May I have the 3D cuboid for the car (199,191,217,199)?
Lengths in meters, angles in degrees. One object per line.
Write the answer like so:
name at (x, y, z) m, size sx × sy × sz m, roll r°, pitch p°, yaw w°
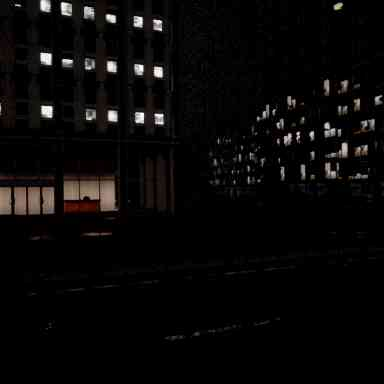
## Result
car at (3.573, 0.633, 74.934) m, size 2.192 × 1.841 × 5.009 m, roll 0°, pitch 1°, yaw -21°

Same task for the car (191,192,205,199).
car at (1.524, 0.705, 80.236) m, size 1.967 × 1.590 × 4.097 m, roll 0°, pitch 1°, yaw -21°

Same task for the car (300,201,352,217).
car at (12.030, 1.434, 29.459) m, size 1.947 × 1.339 × 4.313 m, roll 0°, pitch 1°, yaw -21°

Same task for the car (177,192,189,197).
car at (-2.574, 0.709, 90.840) m, size 2.008 × 1.369 × 4.403 m, roll 0°, pitch 1°, yaw -21°

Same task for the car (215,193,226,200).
car at (5.623, 0.953, 69.636) m, size 1.802 × 1.307 × 4.206 m, roll 0°, pitch 1°, yaw -21°

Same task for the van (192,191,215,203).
van at (1.905, 0.951, 56.010) m, size 1.690 × 1.788 × 3.998 m, roll 0°, pitch 1°, yaw -21°

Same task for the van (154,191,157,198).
van at (-8.342, 0.686, 82.517) m, size 1.690 × 1.788 × 3.998 m, roll 0°, pitch 1°, yaw -21°

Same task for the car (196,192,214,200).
car at (2.754, 0.878, 69.852) m, size 1.882 × 1.535 × 5.008 m, roll -1°, pitch 1°, yaw -21°

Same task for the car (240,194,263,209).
car at (8.002, 1.331, 40.091) m, size 1.947 × 1.339 × 4.313 m, roll 0°, pitch 1°, yaw -21°

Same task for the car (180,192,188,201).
car at (-2.194, 1.055, 66.615) m, size 2.008 × 1.369 × 4.403 m, roll 0°, pitch 1°, yaw -21°

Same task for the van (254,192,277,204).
van at (11.769, 0.869, 53.728) m, size 1.690 × 1.788 × 3.998 m, roll 0°, pitch 1°, yaw -21°

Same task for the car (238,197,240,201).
car at (9.722, 1.058, 59.032) m, size 1.802 × 1.307 × 4.206 m, roll 0°, pitch 1°, yaw -21°

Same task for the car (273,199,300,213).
car at (9.997, 1.399, 34.769) m, size 1.802 × 1.307 × 4.206 m, roll 0°, pitch 1°, yaw -21°
